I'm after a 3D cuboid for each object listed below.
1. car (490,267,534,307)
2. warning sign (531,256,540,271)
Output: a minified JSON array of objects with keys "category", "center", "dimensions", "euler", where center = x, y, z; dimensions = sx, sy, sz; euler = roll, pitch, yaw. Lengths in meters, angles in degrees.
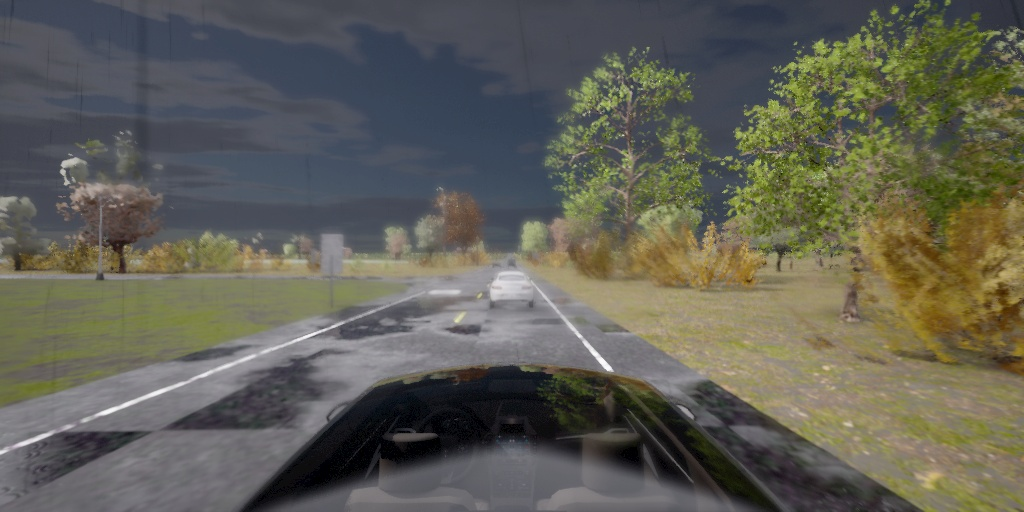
[{"category":"car","center":[-0.003,1.407,16.219],"dimensions":[1.812,1.442,4.674],"euler":[0,0,0]},{"category":"warning sign","center":[3.520,1.295,53.610],"dimensions":[1.300,1.860,1.060],"euler":[0,0,0]}]
